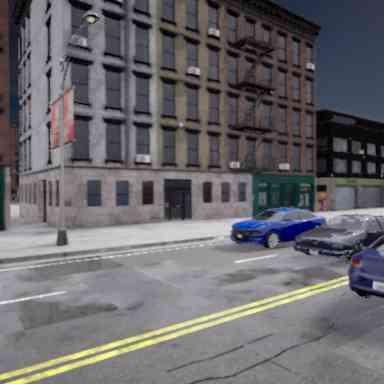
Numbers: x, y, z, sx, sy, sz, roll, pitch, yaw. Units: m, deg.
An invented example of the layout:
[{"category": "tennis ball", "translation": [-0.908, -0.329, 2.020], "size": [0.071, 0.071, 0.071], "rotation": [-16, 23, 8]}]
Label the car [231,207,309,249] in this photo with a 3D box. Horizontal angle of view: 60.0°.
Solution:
[{"category": "car", "translation": [3.893, 1.456, 14.544], "size": [5.008, 1.535, 1.882], "rotation": [0, 0, -36]}]

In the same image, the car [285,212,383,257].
[{"category": "car", "translation": [6.001, 1.517, 12.062], "size": [5.357, 1.411, 2.033], "rotation": [0, 0, -36]}]

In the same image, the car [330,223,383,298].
[{"category": "car", "translation": [5.214, 1.501, 7.223], "size": [4.674, 1.442, 1.812], "rotation": [0, 0, -36]}]
